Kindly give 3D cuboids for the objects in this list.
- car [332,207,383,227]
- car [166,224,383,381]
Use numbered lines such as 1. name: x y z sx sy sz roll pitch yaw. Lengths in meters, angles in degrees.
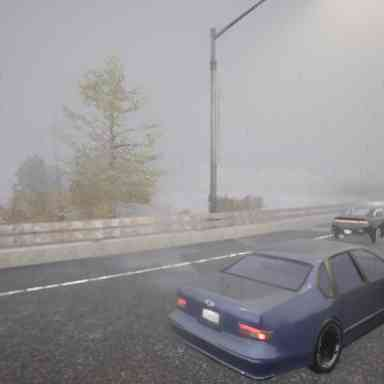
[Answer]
1. car: 8.407 1.483 15.985 4.902 1.511 2.128 0 0 -45
2. car: 2.156 1.546 5.632 5.357 1.411 2.033 0 0 -40
